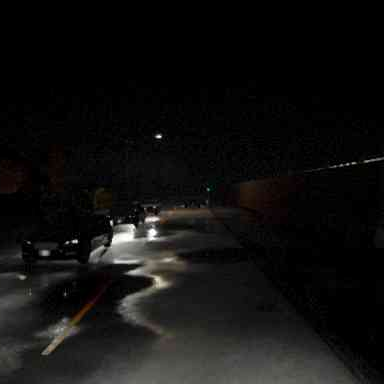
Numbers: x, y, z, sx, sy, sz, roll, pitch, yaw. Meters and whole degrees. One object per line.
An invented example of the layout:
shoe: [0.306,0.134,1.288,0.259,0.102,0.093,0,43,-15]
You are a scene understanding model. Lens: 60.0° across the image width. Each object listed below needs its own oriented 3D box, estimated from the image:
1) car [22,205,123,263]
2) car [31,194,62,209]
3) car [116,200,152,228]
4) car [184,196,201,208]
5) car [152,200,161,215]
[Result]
car: [-4.094,1.421,11.702,2.128,1.511,4.902,0,0,0]
car: [-14.558,0.981,32.402,3.633,1.501,1.845,0,0,-3]
car: [-4.070,1.365,21.182,2.128,1.511,4.902,0,0,0]
car: [0.079,1.272,42.426,1.812,1.442,4.674,0,0,0]
car: [-3.996,1.414,31.234,1.895,1.301,4.718,0,0,0]
